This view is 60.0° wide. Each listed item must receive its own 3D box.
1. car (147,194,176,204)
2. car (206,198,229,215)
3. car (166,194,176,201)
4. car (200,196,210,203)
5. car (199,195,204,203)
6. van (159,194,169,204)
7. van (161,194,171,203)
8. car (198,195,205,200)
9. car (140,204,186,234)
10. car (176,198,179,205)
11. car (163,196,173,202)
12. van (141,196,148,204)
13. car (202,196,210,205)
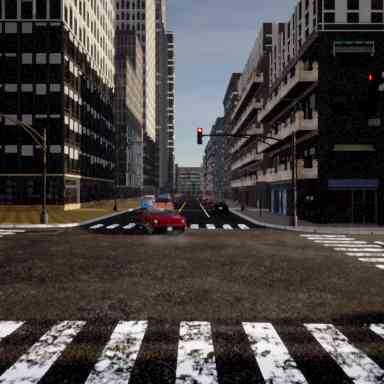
[{"bbox_3d":[-3.068,1.354,34.572,2.097,1.767,4.553,0,0,0],"label":"car"},{"bbox_3d":[2.720,1.568,33.802,1.947,1.339,4.313,0,0,0],"label":"car"},{"bbox_3d":[-5.609,1.337,89.012,2.192,1.841,5.009,0,0,0],"label":"car"},{"bbox_3d":[2.756,1.559,72.040,1.887,1.381,4.507,0,0,0],"label":"car"},{"bbox_3d":[2.745,1.561,60.732,2.008,1.369,4.403,0,0,0],"label":"car"},{"bbox_3d":[-5.631,1.353,66.394,1.690,1.788,3.998,0,0,0],"label":"van"},{"bbox_3d":[-5.625,1.355,72.048,1.690,1.788,3.998,0,0,0],"label":"van"},{"bbox_3d":[2.777,1.590,94.658,1.947,1.339,4.313,0,0,0],"label":"car"},{"bbox_3d":[-1.786,1.584,19.185,1.895,1.301,4.718,1,0,-17],"label":"car"},{"bbox_3d":[-3.038,1.608,51.083,1.895,1.301,4.718,0,0,0],"label":"car"},{"bbox_3d":[-5.619,1.567,77.702,2.008,1.369,4.403,0,0,0],"label":"car"},{"bbox_3d":[-5.652,1.346,43.777,1.690,1.788,3.998,0,0,0],"label":"van"},{"bbox_3d":[2.729,1.550,43.769,1.887,1.381,4.507,0,0,0],"label":"car"}]
